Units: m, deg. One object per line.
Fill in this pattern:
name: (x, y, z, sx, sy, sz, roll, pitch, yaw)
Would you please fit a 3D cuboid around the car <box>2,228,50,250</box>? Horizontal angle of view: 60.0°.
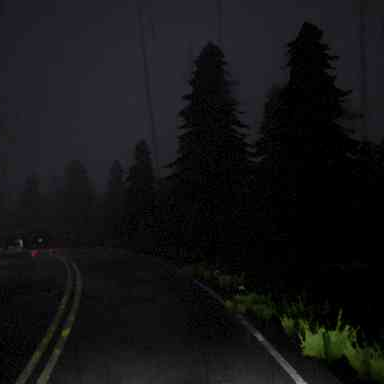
car: (-12.412, 3.454, 24.710, 4.902, 1.511, 2.128, -9, -8, 39)
